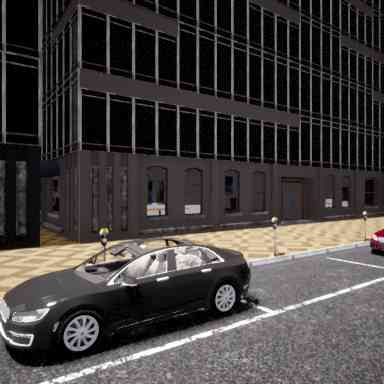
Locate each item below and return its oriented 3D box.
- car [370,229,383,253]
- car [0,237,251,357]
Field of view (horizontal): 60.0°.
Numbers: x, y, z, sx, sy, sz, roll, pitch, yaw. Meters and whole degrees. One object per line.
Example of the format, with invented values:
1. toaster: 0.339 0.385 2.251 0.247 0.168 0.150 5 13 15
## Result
1. car: 8.403 1.582 12.517 4.206 1.307 1.802 0 0 -35
2. car: -0.879 1.551 5.926 4.403 1.369 2.008 0 0 -35
